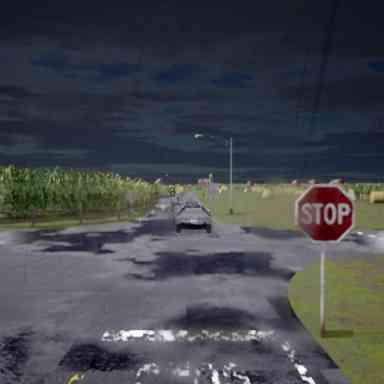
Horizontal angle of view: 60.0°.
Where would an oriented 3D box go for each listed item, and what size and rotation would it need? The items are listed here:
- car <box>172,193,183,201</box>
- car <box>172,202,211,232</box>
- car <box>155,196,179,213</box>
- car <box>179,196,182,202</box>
[{"bbox_3d":[-2.825,0.949,66.224,2.033,1.411,5.357,0,0,0],"label":"car"},{"bbox_3d":[0.093,1.494,19.605,1.994,1.385,4.181,0,0,0],"label":"car"},{"bbox_3d":[-2.867,1.383,35.775,2.128,1.511,4.902,0,0,0],"label":"car"},{"bbox_3d":[-2.881,1.394,50.454,1.994,1.385,4.181,0,0,0],"label":"car"}]
